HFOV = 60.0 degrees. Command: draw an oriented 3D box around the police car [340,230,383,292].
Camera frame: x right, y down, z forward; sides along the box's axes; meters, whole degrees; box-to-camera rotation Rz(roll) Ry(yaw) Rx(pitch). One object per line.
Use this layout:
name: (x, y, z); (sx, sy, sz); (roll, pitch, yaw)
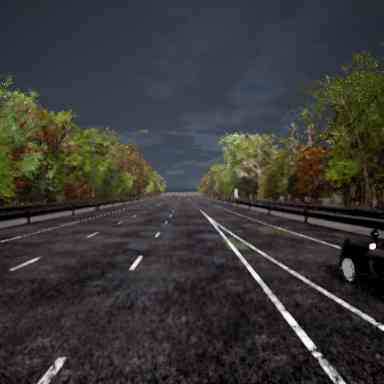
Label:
police car: (4.864, 1.438, 6.693); (1.930, 1.638, 5.238); (0, 0, -5)
